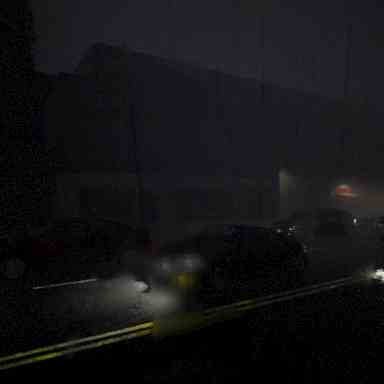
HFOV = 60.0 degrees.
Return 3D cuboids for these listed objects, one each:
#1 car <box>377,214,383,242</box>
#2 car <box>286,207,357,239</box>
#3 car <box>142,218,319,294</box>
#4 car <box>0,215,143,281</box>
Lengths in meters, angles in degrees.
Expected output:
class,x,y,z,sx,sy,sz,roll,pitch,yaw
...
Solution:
class,x,y,z,sx,sy,sz,roll,pitch,yaw
car,10.553,1.212,14.717,5.566,2.045,2.150,0,0,-32
car,5.864,1.493,15.907,4.892,1.490,1.837,0,0,-32
car,1.087,1.559,8.782,4.181,1.385,1.994,0,0,-32
car,-3.612,1.474,10.008,5.008,1.535,1.882,0,0,-31
